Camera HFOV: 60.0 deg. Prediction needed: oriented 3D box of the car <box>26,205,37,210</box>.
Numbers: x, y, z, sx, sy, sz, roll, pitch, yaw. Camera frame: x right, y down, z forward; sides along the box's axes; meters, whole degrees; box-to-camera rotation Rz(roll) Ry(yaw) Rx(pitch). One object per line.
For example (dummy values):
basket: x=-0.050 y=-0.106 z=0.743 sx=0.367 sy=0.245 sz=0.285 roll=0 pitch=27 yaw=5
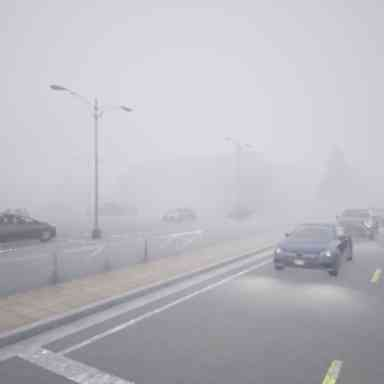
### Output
car: x=-28.675 y=3.082 z=60.517 sx=1.970 sy=1.475 sz=3.806 roll=-2 pitch=-2 yaw=34

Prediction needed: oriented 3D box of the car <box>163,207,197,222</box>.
car: x=-1.206 y=2.249 z=33.792 sx=1.970 sy=1.475 sz=3.806 roll=-2 pitch=-2 yaw=34

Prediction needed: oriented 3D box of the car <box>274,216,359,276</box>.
car: x=4.328 y=1.769 z=11.440 sx=1.812 sy=1.442 sz=4.674 roll=-2 pitch=-2 yaw=33

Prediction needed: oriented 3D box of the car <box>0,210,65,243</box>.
car: x=-9.128 y=1.870 z=16.690 sx=2.007 sy=1.523 sz=4.514 roll=-2 pitch=-2 yaw=34

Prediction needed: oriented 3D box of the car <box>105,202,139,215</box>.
car: x=-9.925 y=2.436 z=48.779 sx=1.932 sy=1.855 sz=4.605 roll=-2 pitch=-2 yaw=34

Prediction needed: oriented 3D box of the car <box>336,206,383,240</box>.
car: x=9.758 y=1.738 z=19.701 sx=2.097 sy=1.767 sz=4.553 roll=-2 pitch=-2 yaw=33

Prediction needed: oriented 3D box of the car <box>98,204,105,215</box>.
car: x=-12.565 y=2.479 z=50.060 sx=1.905 sy=1.878 sz=3.866 roll=-2 pitch=-2 yaw=34

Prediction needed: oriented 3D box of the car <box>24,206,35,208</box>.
car: x=-17.294 y=2.311 z=31.376 sx=1.845 sy=1.501 sz=3.633 roll=-2 pitch=-2 yaw=34

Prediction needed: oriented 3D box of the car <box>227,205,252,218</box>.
car: x=5.412 y=2.273 z=38.281 sx=1.845 sy=1.501 sz=3.633 roll=-2 pitch=-2 yaw=34

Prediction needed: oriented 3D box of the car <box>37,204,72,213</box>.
car: x=-23.173 y=2.857 z=57.203 sx=2.152 sy=1.636 sz=5.027 roll=-2 pitch=-2 yaw=34

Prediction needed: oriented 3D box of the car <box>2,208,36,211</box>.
car: x=-11.759 y=1.934 z=18.398 sx=2.152 sy=1.636 sz=5.027 roll=-2 pitch=-2 yaw=34
